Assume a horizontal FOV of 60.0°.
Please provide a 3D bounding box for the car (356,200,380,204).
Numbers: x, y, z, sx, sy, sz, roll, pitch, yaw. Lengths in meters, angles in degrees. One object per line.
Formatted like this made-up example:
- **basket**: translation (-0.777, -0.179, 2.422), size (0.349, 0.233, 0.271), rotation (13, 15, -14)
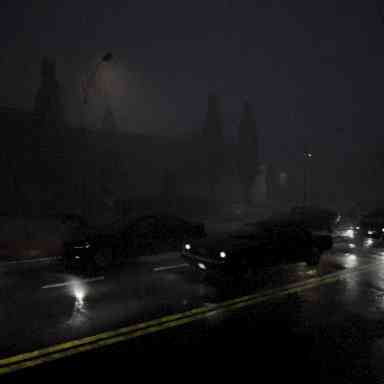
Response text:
- **car**: translation (12.800, 1.381, 24.212), size (2.128, 1.511, 4.902), rotation (0, 0, 36)

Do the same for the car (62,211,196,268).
- **car**: translation (-1.787, 1.456, 11.365), size (5.008, 1.535, 1.882), rotation (0, 0, -36)

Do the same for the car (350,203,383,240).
- **car**: translation (9.228, 1.430, 15.401), size (4.892, 1.490, 1.837), rotation (0, 0, -41)

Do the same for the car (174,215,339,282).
- **car**: translation (2.046, 1.569, 9.797), size (4.718, 1.301, 1.895), rotation (0, 0, -36)

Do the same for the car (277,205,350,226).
- **car**: translation (5.707, 1.427, 16.999), size (4.902, 1.511, 2.128), rotation (0, 0, -39)
